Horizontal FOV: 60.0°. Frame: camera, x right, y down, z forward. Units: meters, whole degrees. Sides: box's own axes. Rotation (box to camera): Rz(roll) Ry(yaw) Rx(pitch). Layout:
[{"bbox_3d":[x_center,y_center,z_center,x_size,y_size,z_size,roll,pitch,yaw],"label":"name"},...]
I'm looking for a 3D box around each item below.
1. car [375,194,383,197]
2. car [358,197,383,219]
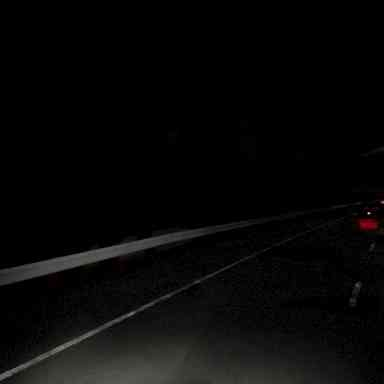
[{"bbox_3d":[22.142,1.221,38.118,2.150,2.045,5.566,0,0,36],"label":"car"},{"bbox_3d":[16.079,1.505,29.588,1.837,1.490,4.892,0,0,35],"label":"car"}]
